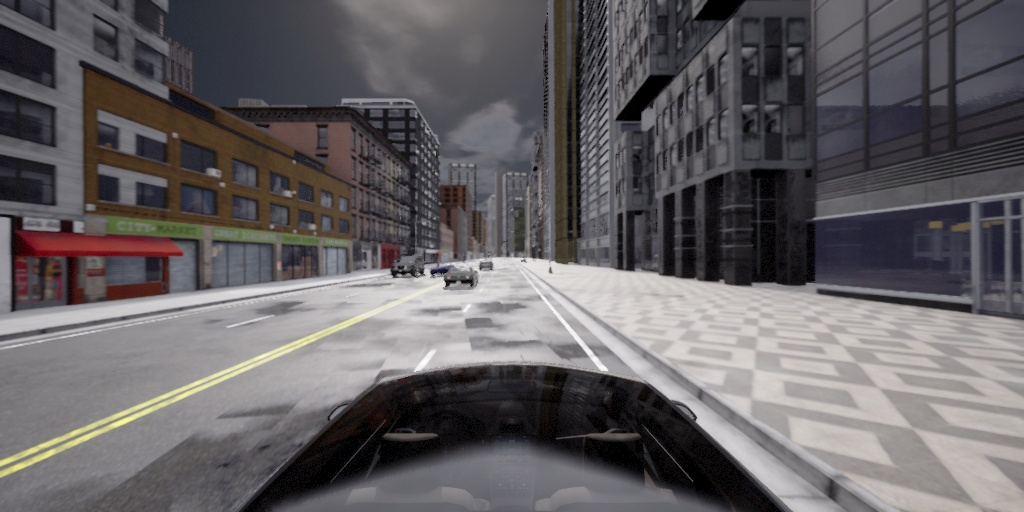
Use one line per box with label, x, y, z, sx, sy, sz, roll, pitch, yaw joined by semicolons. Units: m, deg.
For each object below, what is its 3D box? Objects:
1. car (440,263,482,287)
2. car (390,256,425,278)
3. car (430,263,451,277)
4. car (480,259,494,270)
car;-3.367;1.361;24.636;1.895;1.301;4.718;0;0;-1
car;-10.150;1.015;35.363;2.150;2.045;5.566;0;0;0
car;-6.900;1.371;35.882;1.895;1.301;4.718;0;0;0
car;-3.647;1.220;51.581;2.128;1.511;4.902;0;0;-1
